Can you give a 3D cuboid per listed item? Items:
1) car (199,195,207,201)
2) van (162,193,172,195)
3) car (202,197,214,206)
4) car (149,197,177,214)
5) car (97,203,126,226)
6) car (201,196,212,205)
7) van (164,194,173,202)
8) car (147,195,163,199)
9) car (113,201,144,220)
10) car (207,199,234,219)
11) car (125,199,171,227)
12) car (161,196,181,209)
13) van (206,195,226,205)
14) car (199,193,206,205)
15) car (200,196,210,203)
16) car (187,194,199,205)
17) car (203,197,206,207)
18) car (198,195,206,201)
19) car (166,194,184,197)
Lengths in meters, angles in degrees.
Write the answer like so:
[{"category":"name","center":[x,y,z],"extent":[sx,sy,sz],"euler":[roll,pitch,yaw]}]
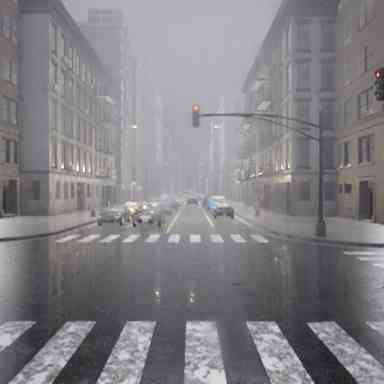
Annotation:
[{"category":"car","center":[2.634,1.534,82.917],"extent":[1.887,1.381,4.507],"euler":[0,0,0]},{"category":"van","center":[-5.446,1.332,66.695],"extent":[1.690,1.788,3.998],"euler":[0,0,0]},{"category":"car","center":[2.633,1.558,55.886],"extent":[1.947,1.339,4.313],"euler":[0,0,0]},{"category":"car","center":[-2.853,1.542,32.698],"extent":[2.033,1.411,5.357],"euler":[0,0,0]},{"category":"car","center":[-5.396,1.547,23.446],"extent":[2.008,1.369,4.403],"euler":[0,0,0]},{"category":"car","center":[2.633,1.543,61.292],"extent":[2.008,1.369,4.403],"euler":[0,0,0]},{"category":"van","center":[-5.458,1.331,77.508],"extent":[1.690,1.788,3.998],"euler":[0,0,0]},{"category":"car","center":[-5.421,1.433,45.071],"extent":[1.967,1.590,4.097],"euler":[0,0,0]},{"category":"car","center":[-5.402,1.521,28.682],"extent":[1.752,1.417,4.829],"euler":[0,0,0]},{"category":"car","center":[2.632,1.546,28.855],"extent":[2.008,1.369,4.403],"euler":[0,0,0]},{"category":"car","center":[-2.854,1.488,22.815],"extent":[2.128,1.511,4.902],"euler":[0,0,0]},{"category":"car","center":[-2.845,1.558,42.712],"extent":[1.994,1.385,4.181],"euler":[0,0,1]},{"category":"van","center":[2.632,1.336,34.261],"extent":[1.690,1.788,3.998],"euler":[0,0,0]},{"category":"car","center":[2.633,1.308,50.480],"extent":[2.192,1.841,5.009],"euler":[0,0,0]},{"category":"car","center":[2.634,1.517,66.868],"extent":[1.752,1.417,4.829],"euler":[0,0,0]},{"category":"car","center":[0.085,1.497,57.017],"extent":[1.837,1.490,4.892],"euler":[0,0,0]},{"category":"car","center":[2.632,1.576,39.667],"extent":[1.802,1.307,4.206],"euler":[0,0,0]},{"category":"car","center":[2.634,1.555,88.324],"extent":[1.947,1.339,4.313],"euler":[0,0,0]},{"category":"car","center":[-2.809,1.470,52.967],"extent":[1.882,1.535,5.008],"euler":[0,0,1]}]
